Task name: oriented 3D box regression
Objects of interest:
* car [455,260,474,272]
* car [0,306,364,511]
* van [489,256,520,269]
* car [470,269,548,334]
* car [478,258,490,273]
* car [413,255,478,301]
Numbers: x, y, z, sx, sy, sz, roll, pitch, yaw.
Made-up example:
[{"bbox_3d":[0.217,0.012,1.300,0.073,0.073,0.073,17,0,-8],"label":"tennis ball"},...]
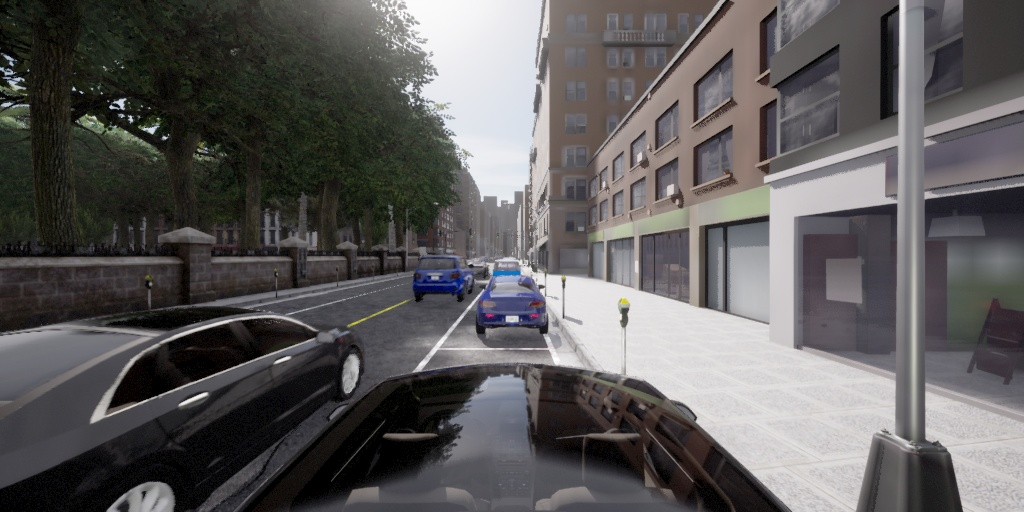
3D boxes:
[{"bbox_3d":[-6.166,1.240,46.921,1.812,1.442,4.674,0,0,0],"label":"car"},{"bbox_3d":[-3.145,1.257,3.505,1.837,1.490,4.892,0,1,0],"label":"car"},{"bbox_3d":[-0.289,1.083,21.849,1.690,1.789,3.998,0,0,0],"label":"van"},{"bbox_3d":[0.004,1.273,10.500,1.812,1.442,4.674,0,0,0],"label":"car"},{"bbox_3d":[-3.127,1.225,33.273,2.128,1.511,4.902,0,0,0],"label":"car"},{"bbox_3d":[-3.137,0.969,17.322,2.150,2.045,5.566,0,0,0],"label":"car"}]
